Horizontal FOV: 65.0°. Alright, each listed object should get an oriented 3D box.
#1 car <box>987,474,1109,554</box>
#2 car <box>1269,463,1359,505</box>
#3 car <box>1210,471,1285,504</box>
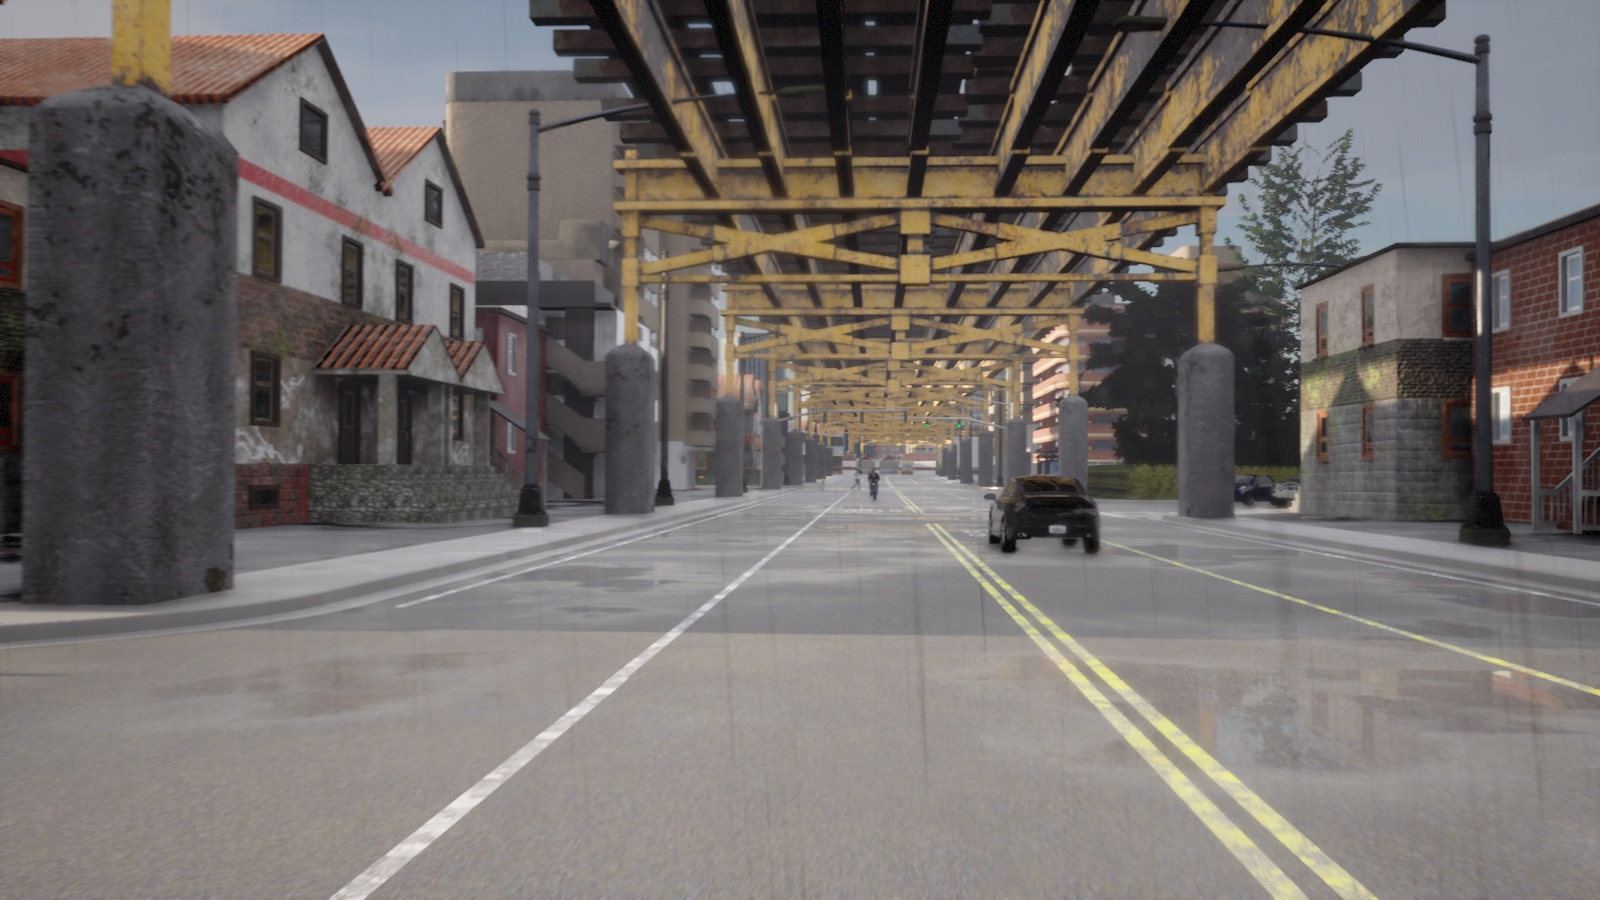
[{"bbox_3d":[4.993,1.239,25.929,1.837,1.490,4.892,0,-1,4],"label":"car"},{"bbox_3d":[23.493,1.520,57.354,4.605,1.855,1.932,1,-1,-41],"label":"car"},{"bbox_3d":[21.444,1.770,60.133,3.633,1.501,1.845,1,-1,-42],"label":"car"}]
